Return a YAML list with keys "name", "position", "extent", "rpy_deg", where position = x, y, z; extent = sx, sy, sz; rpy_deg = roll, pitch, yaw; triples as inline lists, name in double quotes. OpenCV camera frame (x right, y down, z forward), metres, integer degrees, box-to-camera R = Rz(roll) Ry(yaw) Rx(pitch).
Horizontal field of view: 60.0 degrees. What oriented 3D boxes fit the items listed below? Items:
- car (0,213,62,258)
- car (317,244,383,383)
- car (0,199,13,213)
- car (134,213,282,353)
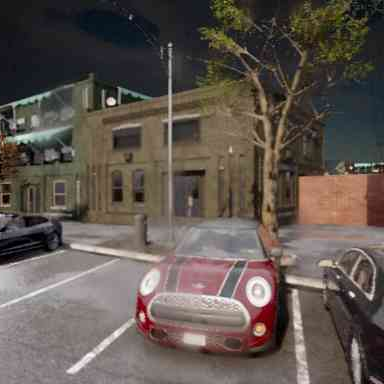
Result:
- name: "car"
  position: [-6.599, 1.520, 11.615]
  extent: [2.163, 1.488, 4.792]
  rpy_deg: [1, -1, 15]
- name: "car"
  position: [3.043, 1.489, 4.769]
  extent: [2.231, 1.521, 4.892]
  rpy_deg: [0, -1, 15]
- name: "car"
  position: [-32.345, 2.166, 53.882]
  extent: [5.566, 2.045, 2.435]
  rpy_deg: [1, -1, 15]
- name: "car"
  position: [0.639, 1.363, 6.521]
  extent: [2.185, 1.767, 4.553]
  rpy_deg: [1, -1, 16]
